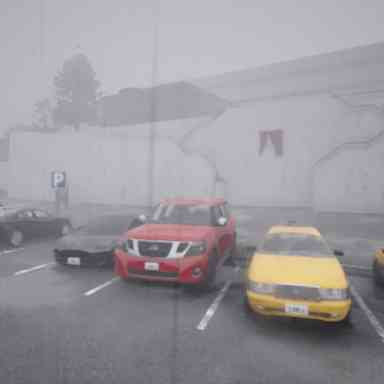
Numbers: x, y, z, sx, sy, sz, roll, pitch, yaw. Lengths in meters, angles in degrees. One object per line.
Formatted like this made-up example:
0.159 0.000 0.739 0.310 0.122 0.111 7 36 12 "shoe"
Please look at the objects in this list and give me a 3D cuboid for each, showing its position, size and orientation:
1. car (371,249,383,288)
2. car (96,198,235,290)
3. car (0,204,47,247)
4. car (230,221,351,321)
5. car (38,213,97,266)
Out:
4.843 1.489 6.241 1.946 1.575 5.366 0 -1 16 "car"
-0.087 1.211 9.519 2.435 2.045 5.566 1 0 15 "car"
-7.423 1.432 14.769 2.097 1.535 5.008 0 -1 16 "car"
2.308 1.469 7.622 1.946 1.575 5.366 1 0 16 "car"
-2.536 1.480 11.260 2.163 1.488 4.792 1 0 15 "car"
